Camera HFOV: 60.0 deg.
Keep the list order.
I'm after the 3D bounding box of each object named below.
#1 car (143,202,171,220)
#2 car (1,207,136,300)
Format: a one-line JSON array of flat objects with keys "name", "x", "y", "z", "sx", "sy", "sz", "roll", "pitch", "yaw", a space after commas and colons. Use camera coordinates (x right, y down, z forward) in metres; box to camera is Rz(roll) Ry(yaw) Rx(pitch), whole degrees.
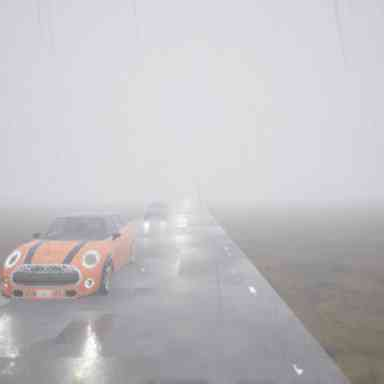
[{"name": "car", "x": -2.768, "y": 1.507, "z": 27.520, "sx": 2.033, "sy": 1.411, "sz": 5.357, "roll": 0, "pitch": 0, "yaw": 0}, {"name": "car", "x": -2.821, "y": 1.345, "z": 8.603, "sx": 2.097, "sy": 1.767, "sz": 4.553, "roll": 0, "pitch": 0, "yaw": 0}]
